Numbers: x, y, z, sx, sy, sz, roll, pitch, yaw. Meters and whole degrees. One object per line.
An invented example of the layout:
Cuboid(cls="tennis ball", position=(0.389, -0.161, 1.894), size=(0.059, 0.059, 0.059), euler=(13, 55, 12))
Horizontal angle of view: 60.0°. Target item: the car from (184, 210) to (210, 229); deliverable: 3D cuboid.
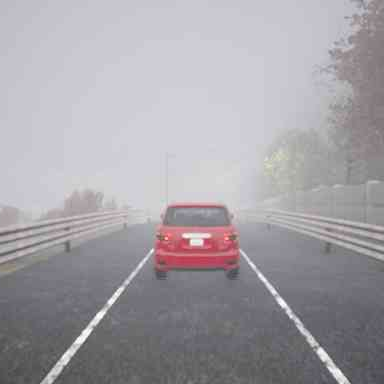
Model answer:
Cuboid(cls="car", position=(0.414, 2.095, 26.295), size=(1.895, 1.301, 4.718), euler=(0, -2, 1))

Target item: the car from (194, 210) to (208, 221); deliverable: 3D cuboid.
Cuboid(cls="car", position=(1.297, 3.226, 46.687), size=(1.812, 1.442, 4.674), euler=(0, -4, 4))

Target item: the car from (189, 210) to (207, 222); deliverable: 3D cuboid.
Cuboid(cls="car", position=(0.759, 2.671, 37.176), size=(1.895, 1.301, 4.718), euler=(0, -4, 2))

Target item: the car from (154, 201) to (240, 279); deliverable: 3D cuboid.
Cuboid(cls="car", position=(0.145, 1.270, 10.295), size=(2.150, 2.045, 5.566), euler=(0, -1, 1))
